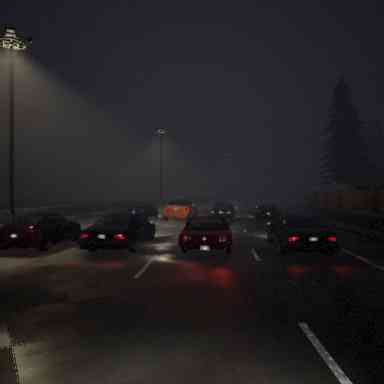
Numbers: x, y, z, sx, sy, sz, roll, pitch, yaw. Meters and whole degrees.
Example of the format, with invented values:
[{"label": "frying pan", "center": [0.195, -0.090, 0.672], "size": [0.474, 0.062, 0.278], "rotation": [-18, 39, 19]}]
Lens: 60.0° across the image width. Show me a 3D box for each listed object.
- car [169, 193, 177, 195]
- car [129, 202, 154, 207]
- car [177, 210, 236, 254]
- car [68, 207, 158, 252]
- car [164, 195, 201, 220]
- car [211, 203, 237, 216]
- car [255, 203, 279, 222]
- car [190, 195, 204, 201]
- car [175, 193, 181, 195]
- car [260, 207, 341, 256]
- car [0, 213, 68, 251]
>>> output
[{"label": "car", "center": [-4.700, 1.182, 87.118], "size": [2.150, 2.045, 5.566], "rotation": [0, 0, 29]}, {"label": "car", "center": [-4.291, 1.573, 28.498], "size": [1.994, 1.385, 4.181], "rotation": [0, 0, 11]}, {"label": "car", "center": [0.651, 1.617, 13.513], "size": [1.895, 1.301, 4.718], "rotation": [0, 0, 5]}, {"label": "car", "center": [-2.837, 1.563, 13.810], "size": [2.033, 1.411, 5.357], "rotation": [0, 0, 5]}, {"label": "car", "center": [-0.858, 1.366, 27.817], "size": [2.097, 1.767, 4.553], "rotation": [0, 0, 11]}, {"label": "car", "center": [2.586, 1.564, 27.195], "size": [2.033, 1.411, 5.357], "rotation": [0, 0, 11]}, {"label": "car", "center": [6.025, 1.573, 26.543], "size": [1.994, 1.385, 4.181], "rotation": [0, 0, 11]}, {"label": "car", "center": [1.315, 1.520, 83.538], "size": [1.994, 1.385, 4.181], "rotation": [0, 0, 29]}, {"label": "car", "center": [-1.700, 1.557, 85.315], "size": [1.895, 1.301, 4.718], "rotation": [0, 0, 29]}, {"label": "car", "center": [4.133, 1.564, 13.156], "size": [2.033, 1.411, 5.357], "rotation": [0, 0, 5]}, {"label": "car", "center": [-6.321, 1.573, 14.137], "size": [1.994, 1.385, 4.181], "rotation": [0, 0, 5]}]
